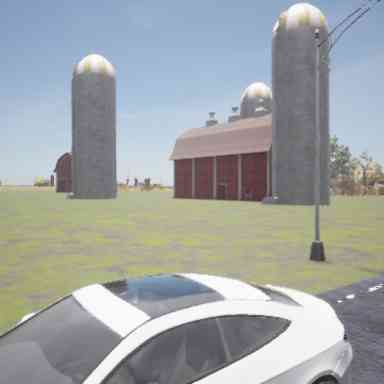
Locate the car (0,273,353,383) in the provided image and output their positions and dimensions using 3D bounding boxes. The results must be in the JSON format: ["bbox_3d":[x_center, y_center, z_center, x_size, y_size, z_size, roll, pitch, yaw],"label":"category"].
[{"bbox_3d":[-0.520,1.523,2.697,4.674,1.442,1.812,0,0,-36],"label":"car"}]
